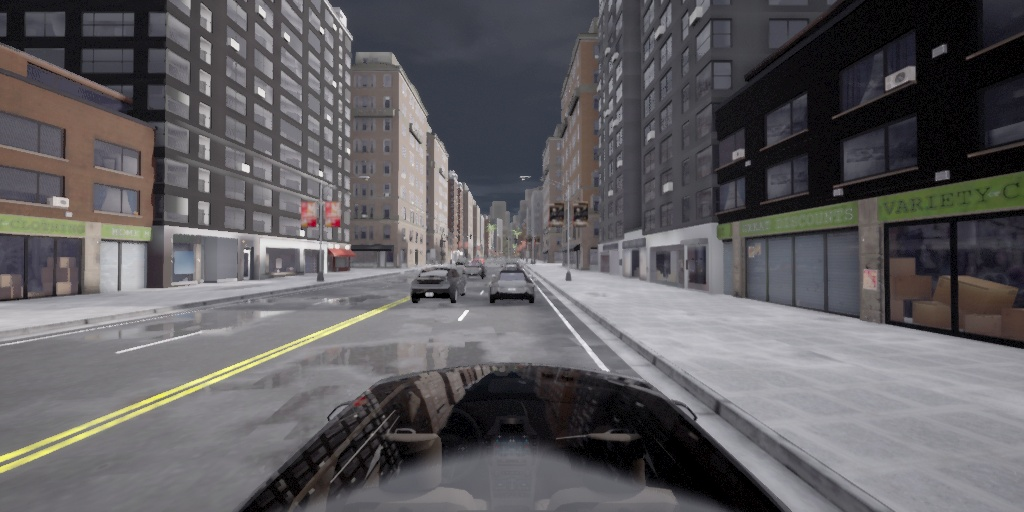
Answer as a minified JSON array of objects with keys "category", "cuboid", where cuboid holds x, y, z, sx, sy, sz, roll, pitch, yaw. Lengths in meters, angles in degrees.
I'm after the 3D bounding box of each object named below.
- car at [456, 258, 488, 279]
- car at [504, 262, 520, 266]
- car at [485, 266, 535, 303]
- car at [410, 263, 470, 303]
[{"category":"car","cuboid":[-3.250,1.224,31.502,2.128,1.511,4.902,0,0,0]},{"category":"car","cuboid":[0.000,1.262,31.502,1.812,1.442,4.674,0,0,0]},{"category":"car","cuboid":[0.000,1.317,16.500,1.994,1.385,4.181,0,0,0]},{"category":"car","cuboid":[-3.250,1.261,16.501,1.837,1.490,4.892,0,0,0]}]
